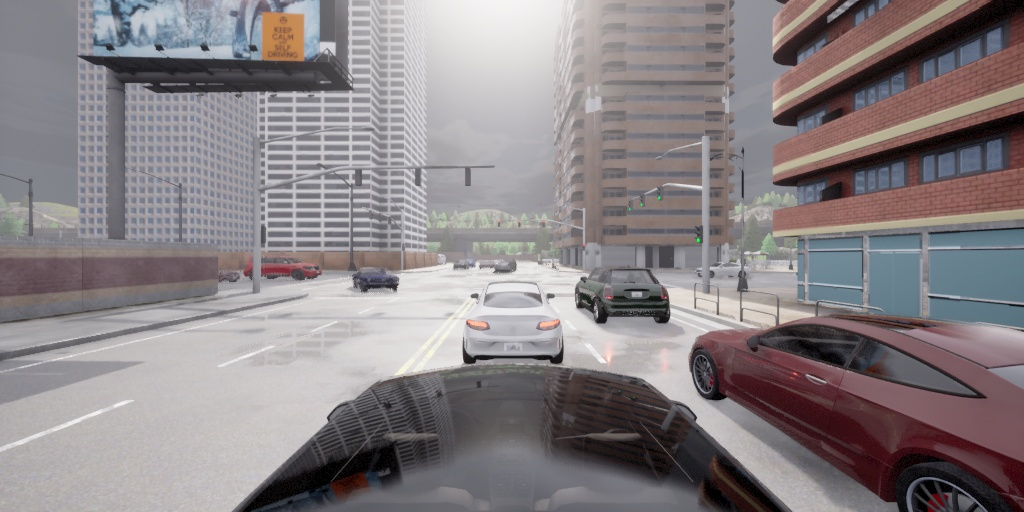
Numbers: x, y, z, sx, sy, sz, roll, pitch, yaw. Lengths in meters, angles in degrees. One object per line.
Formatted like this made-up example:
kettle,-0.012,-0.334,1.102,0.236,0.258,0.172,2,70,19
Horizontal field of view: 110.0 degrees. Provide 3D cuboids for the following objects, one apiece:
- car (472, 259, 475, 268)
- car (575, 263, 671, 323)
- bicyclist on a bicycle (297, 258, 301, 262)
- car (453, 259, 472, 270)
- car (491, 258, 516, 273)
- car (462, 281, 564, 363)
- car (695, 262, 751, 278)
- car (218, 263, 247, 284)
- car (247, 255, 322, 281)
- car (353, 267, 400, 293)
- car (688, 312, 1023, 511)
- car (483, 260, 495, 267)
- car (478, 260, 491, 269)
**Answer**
car,-7.549,1.228,62.991,1.882,1.535,5.008,0,0,0
car,3.499,1.102,12.201,2.097,1.767,4.553,0,0,0
bicyclist on a bicycle,-25.974,1.051,43.748,0.582,1.620,1.656,0,0,0
car,-7.498,1.228,52.970,1.882,1.535,5.008,0,0,0
car,-0.772,1.314,42.854,1.994,1.385,4.181,0,0,11
car,0.017,1.276,7.986,1.812,1.442,4.674,0,0,0
car,19.387,1.276,33.064,4.674,1.442,1.812,0,0,0
car,-22.252,1.276,25.770,4.674,1.442,1.812,0,0,0
car,-18.682,0.972,29.317,5.566,2.045,2.150,0,0,-1
car,-8.020,1.351,21.052,1.895,1.301,4.718,0,0,-32
car,3.580,1.276,3.482,1.812,1.442,4.674,0,0,0
car,-4.052,1.351,64.993,1.895,1.301,4.718,0,0,0
car,-4.012,1.276,55.012,1.812,1.442,4.674,0,0,-1
